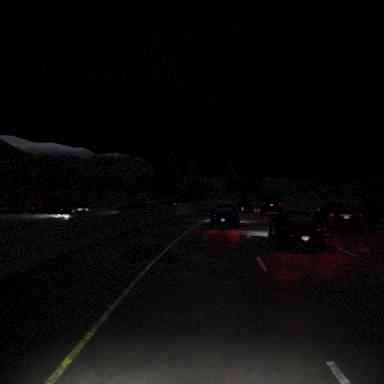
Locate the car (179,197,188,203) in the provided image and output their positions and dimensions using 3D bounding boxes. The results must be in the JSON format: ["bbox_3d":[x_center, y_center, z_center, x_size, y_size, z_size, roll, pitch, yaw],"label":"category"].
[{"bbox_3d":[-1.596,1.784,75.966,2.128,1.511,4.902,0,0,27],"label":"car"}]

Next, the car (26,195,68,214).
[{"bbox_3d":[-16.249,1.344,37.937,2.150,2.045,5.566,0,0,14],"label":"car"}]

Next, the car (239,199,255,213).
[{"bbox_3d":[6.550,1.691,40.815,1.837,1.490,4.892,0,-1,17],"label":"car"}]

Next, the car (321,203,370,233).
[{"bbox_3d":[8.972,1.460,20.699,2.097,1.767,4.553,0,0,9],"label":"car"}]

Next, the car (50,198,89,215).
[{"bbox_3d":[-13.025,1.688,36.271,1.994,1.385,4.181,0,0,14],"label":"car"}]

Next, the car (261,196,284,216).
[{"bbox_3d":[8.357,1.387,34.598,2.150,2.045,5.566,0,0,15],"label":"car"}]

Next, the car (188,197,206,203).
[{"bbox_3d":[1.454,1.816,74.248,1.994,1.385,4.181,0,0,27],"label":"car"}]

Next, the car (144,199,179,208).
[{"bbox_3d":[-3.863,1.722,43.475,2.033,1.411,5.357,0,0,17],"label":"car"}]

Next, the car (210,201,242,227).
[{"bbox_3d":[2.364,1.631,23.591,1.812,1.442,4.674,0,0,10],"label":"car"}]

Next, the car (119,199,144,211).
[{"bbox_3d":[-7.581,1.643,43.122,1.882,1.535,5.008,0,0,17],"label":"car"}]

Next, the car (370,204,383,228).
[{"bbox_3d":[12.976,1.633,23.353,1.837,1.490,4.892,0,0,11],"label":"car"}]

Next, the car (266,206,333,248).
[{"bbox_3d":[4.630,1.600,15.051,1.812,1.442,4.674,0,0,7],"label":"car"}]
